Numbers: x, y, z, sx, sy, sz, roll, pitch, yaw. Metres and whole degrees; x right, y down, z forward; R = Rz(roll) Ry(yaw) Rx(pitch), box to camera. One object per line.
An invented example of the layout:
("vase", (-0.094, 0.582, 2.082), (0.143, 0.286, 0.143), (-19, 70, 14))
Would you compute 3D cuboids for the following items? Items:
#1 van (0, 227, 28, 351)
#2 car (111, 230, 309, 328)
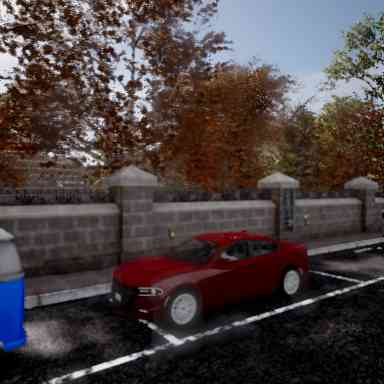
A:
("van", (-4.012, 1.343, 3.701), (3.998, 1.788, 1.690), (0, 0, -35))
("car", (0.574, 1.538, 6.971), (4.507, 1.381, 1.887), (0, 0, -35))
